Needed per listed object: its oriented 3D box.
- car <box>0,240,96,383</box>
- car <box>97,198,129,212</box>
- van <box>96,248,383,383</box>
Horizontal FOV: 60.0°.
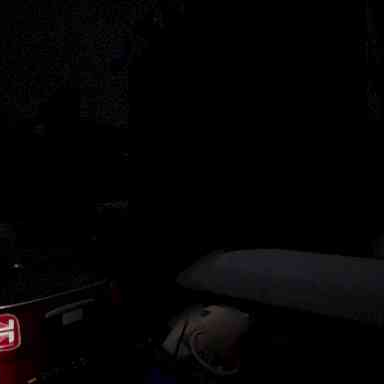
[{"bbox_3d":[-2.935,1.440,4.908,4.097,1.590,1.967,0,0,35],"label":"car"},{"bbox_3d":[-8.923,1.486,38.847,1.812,1.442,4.674,-1,0,35],"label":"car"},{"bbox_3d":[1.494,1.341,1.753,3.998,1.788,1.690,0,0,35],"label":"van"}]
